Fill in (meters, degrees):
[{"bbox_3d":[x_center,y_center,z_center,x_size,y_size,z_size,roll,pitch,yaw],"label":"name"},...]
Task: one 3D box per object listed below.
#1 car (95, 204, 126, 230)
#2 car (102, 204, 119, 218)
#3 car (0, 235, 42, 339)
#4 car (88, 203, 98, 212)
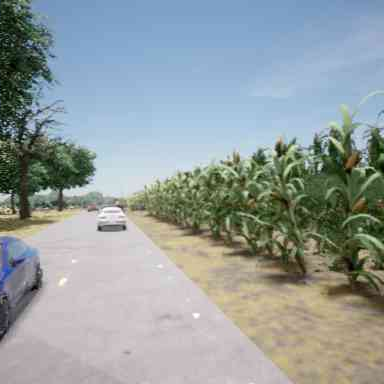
[{"bbox_3d":[-5.710,1.833,23.732,1.812,1.442,4.674,-1,-1,-14],"label":"car"},{"bbox_3d":[-9.813,2.215,39.891,1.837,1.490,4.892,-1,-2,-14],"label":"car"},{"bbox_3d":[-4.280,1.653,6.631,1.812,1.442,4.674,-1,-1,-14],"label":"car"},{"bbox_3d":[-18.851,2.934,63.911,2.097,1.767,4.553,-1,-2,-14],"label":"car"}]
